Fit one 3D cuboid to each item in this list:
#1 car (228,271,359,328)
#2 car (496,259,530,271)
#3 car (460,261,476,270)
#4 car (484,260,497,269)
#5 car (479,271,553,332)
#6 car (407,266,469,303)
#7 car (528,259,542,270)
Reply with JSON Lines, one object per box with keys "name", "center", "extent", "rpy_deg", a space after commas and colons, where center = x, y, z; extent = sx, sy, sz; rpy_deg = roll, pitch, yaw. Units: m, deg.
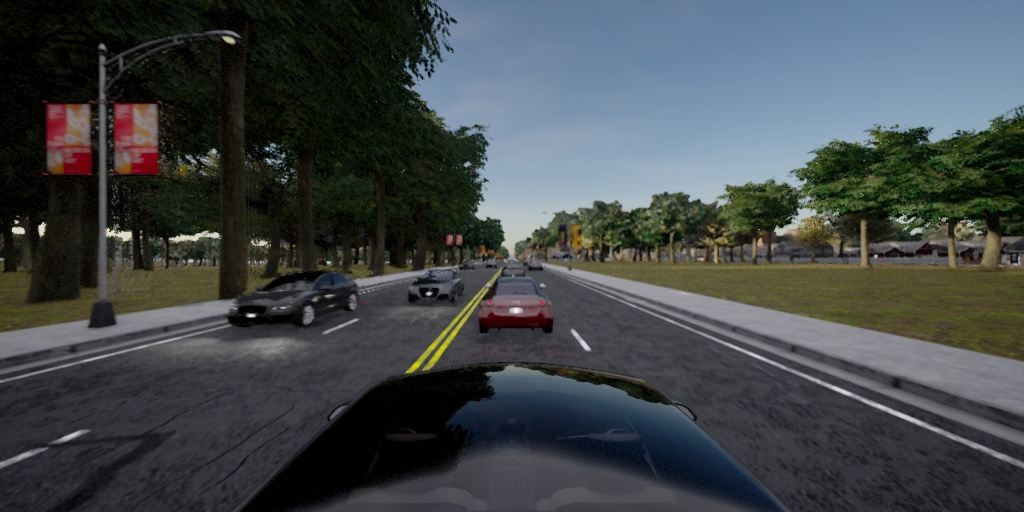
{"name": "car", "center": [-6.597, 1.259, 11.497], "extent": [1.837, 1.490, 4.892], "rpy_deg": [0, 0, 0]}
{"name": "car", "center": [0.107, 1.260, 28.730], "extent": [2.128, 1.511, 4.902], "rpy_deg": [0, 0, 0]}
{"name": "car", "center": [-6.556, 1.372, 53.357], "extent": [1.994, 1.385, 4.181], "rpy_deg": [0, 0, 0]}
{"name": "car", "center": [-3.292, 1.326, 57.994], "extent": [1.837, 1.490, 4.892], "rpy_deg": [0, 0, 1]}
{"name": "car", "center": [0.103, 1.318, 10.854], "extent": [1.994, 1.385, 4.181], "rpy_deg": [0, 0, 0]}
{"name": "car", "center": [-3.345, 1.322, 16.440], "extent": [1.994, 1.385, 4.181], "rpy_deg": [0, 0, 0]}
{"name": "car", "center": [3.363, 1.371, 52.579], "extent": [1.994, 1.385, 4.181], "rpy_deg": [0, 0, 0]}
